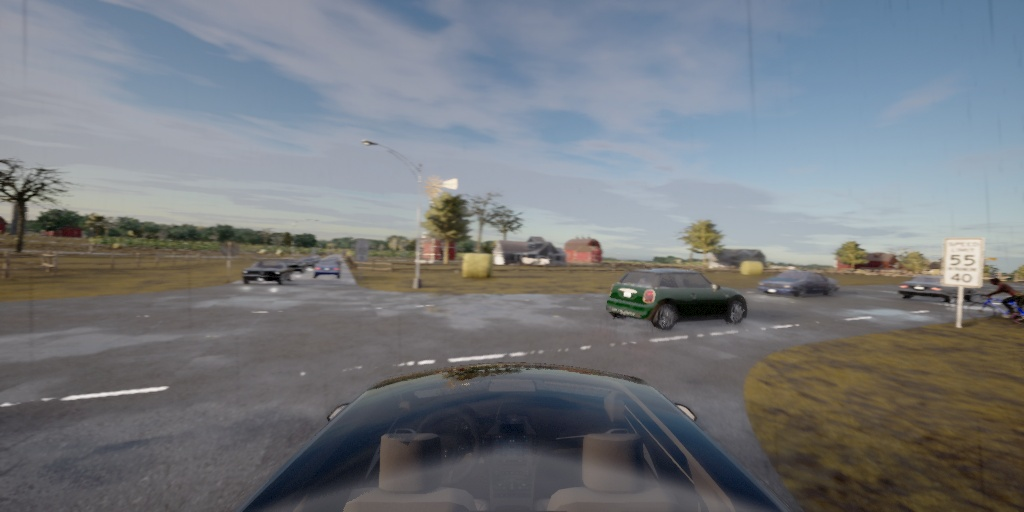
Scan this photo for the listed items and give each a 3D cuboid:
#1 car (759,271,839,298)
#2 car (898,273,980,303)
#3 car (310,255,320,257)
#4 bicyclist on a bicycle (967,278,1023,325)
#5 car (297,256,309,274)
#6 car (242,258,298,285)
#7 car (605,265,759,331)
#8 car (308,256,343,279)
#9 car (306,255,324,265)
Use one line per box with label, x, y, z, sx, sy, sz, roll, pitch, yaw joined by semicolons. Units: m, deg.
car;16.875;1.587;21.034;5.357;1.411;2.033;1;1;-25
car;24.239;1.823;20.421;5.357;1.411;2.033;1;1;-25
car;-24.476;0.738;42.719;1.994;1.385;4.181;3;-1;-25
bicyclist on a bicycle;18.021;1.649;13.181;0.582;1.620;1.656;2;0;-25
car;-19.121;0.866;31.350;1.895;1.301;4.718;3;-1;-25
car;-14.409;0.952;21.380;1.895;1.301;4.718;3;-1;-24
car;5.318;1.196;11.503;4.553;1.767;2.097;1;1;-25
car;-14.472;0.974;28.279;2.033;1.411;5.357;3;-1;-25
car;-31.232;0.568;56.925;2.128;1.511;4.902;3;-1;-25
